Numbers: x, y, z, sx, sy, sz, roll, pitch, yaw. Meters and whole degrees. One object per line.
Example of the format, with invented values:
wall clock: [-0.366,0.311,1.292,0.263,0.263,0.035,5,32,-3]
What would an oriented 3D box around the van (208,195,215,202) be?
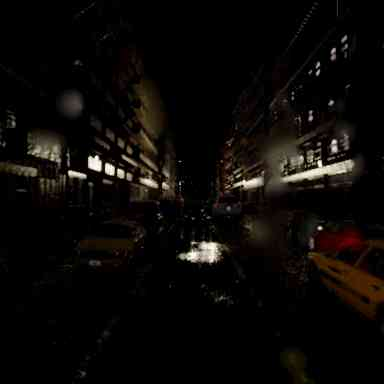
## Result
van: [5.617,1.784,94.145,1.690,1.788,3.998,1,0,0]

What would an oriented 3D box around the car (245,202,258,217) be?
car: [5.440,1.662,33.301,1.887,1.381,4.507,2,0,0]

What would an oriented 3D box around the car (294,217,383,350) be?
car: [3.587,1.484,5.925,1.801,1.575,5.366,0,0,0]

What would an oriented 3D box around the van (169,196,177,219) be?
van: [-2.453,1.406,27.858,1.690,1.788,3.998,2,0,0]

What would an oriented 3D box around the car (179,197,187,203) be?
car: [-2.272,1.880,83.163,1.887,1.381,4.507,2,0,0]

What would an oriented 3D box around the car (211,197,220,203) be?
car: [5.555,1.914,77.550,1.802,1.307,4.206,1,0,0]

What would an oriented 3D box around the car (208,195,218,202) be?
car: [5.599,1.719,88.614,2.192,1.841,5.009,1,0,0]

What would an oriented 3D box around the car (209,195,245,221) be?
car: [2.871,1.312,28.570,2.150,2.045,5.566,0,0,1]

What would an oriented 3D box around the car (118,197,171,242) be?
car: [-2.490,1.347,16.800,2.192,1.841,5.009,2,0,0]

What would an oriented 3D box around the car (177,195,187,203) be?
car: [-2.284,1.615,77.633,2.192,1.841,5.009,2,0,0]

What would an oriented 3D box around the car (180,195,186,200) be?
car: [-2.396,1.445,44.451,2.192,1.841,5.009,2,0,0]

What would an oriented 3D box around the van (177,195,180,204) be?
van: [-2.435,1.426,33.390,1.690,1.788,3.998,2,0,0]

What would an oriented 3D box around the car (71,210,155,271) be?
car: [-2.516,1.542,11.098,1.752,1.417,4.829,2,0,0]

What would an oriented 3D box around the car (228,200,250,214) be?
car: [5.458,1.683,38.831,1.887,1.381,4.507,2,0,0]

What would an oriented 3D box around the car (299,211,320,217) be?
car: [5.364,1.594,11.177,1.887,1.381,4.507,2,0,0]

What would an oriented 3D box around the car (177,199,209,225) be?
car: [0.076,1.570,25.156,1.837,1.490,4.892,0,0,0]

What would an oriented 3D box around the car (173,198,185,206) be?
car: [-2.347,1.773,61.042,1.947,1.339,4.313,2,0,0]

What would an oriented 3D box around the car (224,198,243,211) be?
car: [5.488,1.602,44.363,1.967,1.590,4.097,2,0,0]

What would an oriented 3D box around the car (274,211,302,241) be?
car: [5.382,1.614,16.709,2.008,1.369,4.403,2,0,0]

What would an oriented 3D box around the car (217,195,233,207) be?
car: [5.487,1.526,55.425,2.192,1.841,5.009,1,0,0]
